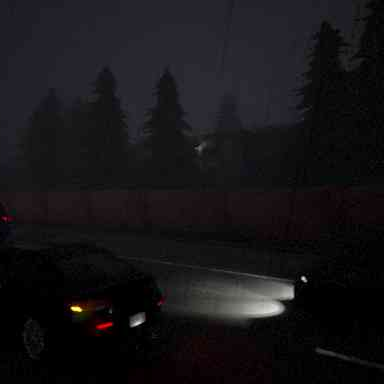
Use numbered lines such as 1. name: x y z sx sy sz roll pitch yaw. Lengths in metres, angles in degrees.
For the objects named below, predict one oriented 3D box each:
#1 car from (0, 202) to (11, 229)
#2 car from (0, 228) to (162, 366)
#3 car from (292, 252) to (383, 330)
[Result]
1. car: -10.993 1.433 16.138 5.566 2.045 2.150 -1 0 36
2. car: -2.615 1.589 5.859 4.674 1.442 1.812 -1 0 35
3. car: 3.880 1.563 5.524 4.181 1.385 1.994 -1 0 36
